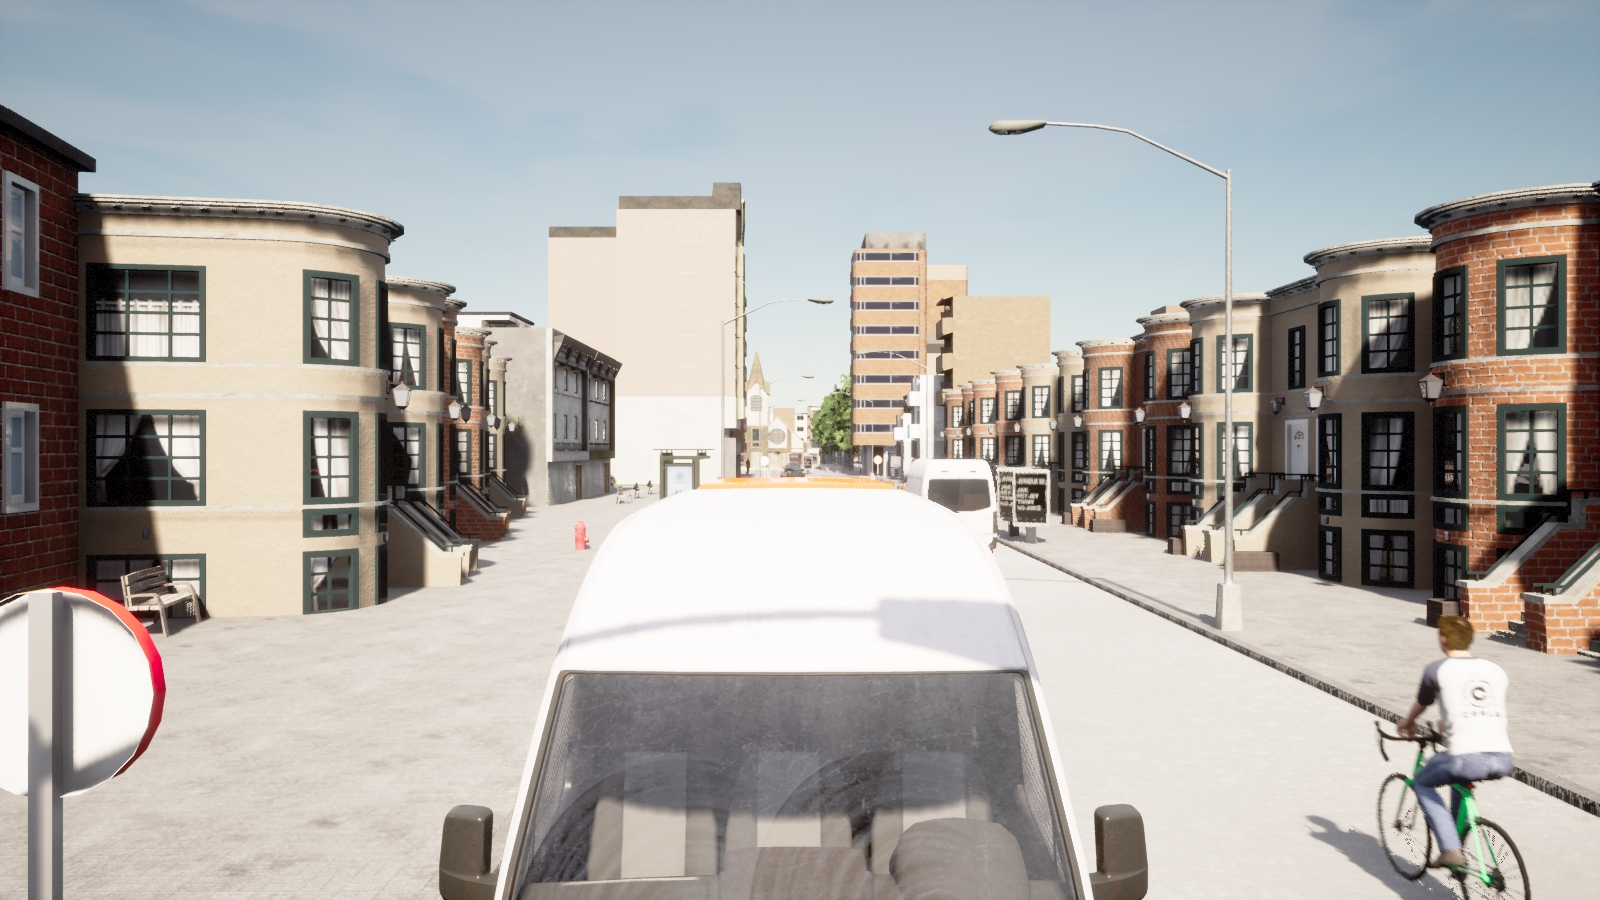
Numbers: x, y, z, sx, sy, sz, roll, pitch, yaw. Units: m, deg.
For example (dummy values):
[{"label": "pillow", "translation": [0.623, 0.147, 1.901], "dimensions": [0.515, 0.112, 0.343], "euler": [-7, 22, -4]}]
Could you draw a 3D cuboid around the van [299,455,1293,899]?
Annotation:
[{"label": "van", "translation": [-0.019, 1.314, 5.243], "dimensions": [1.988, 2.561, 5.915], "euler": [0, 0, 0]}]

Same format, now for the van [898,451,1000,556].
[{"label": "van", "translation": [3.904, 1.315, 30.935], "dimensions": [1.988, 2.561, 5.915], "euler": [0, 0, 0]}]
